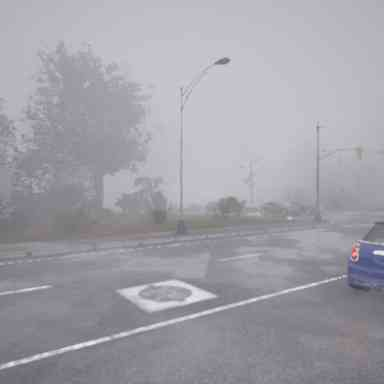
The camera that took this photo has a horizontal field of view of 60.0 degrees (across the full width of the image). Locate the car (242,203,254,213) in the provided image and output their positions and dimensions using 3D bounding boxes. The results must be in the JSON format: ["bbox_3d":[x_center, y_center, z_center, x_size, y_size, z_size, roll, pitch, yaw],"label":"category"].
[{"bbox_3d":[6.525,2.069,43.984,2.033,1.411,5.357,0,-3,-32],"label":"car"}]

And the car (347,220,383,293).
[{"bbox_3d":[5.629,1.354,7.642,4.553,1.767,2.097,0,0,-35],"label":"car"}]

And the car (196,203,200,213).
[{"bbox_3d":[0.985,2.540,52.821,2.128,1.511,4.902,0,-3,-32],"label":"car"}]

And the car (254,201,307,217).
[{"bbox_3d":[8.867,1.673,33.724,1.837,1.490,4.892,0,-1,-29],"label":"car"}]

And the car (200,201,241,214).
[{"bbox_3d":[3.538,1.873,42.160,2.097,1.767,4.553,0,-3,-32],"label":"car"}]

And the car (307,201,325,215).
[{"bbox_3d":[11.762,1.664,35.628,2.128,1.511,4.902,0,-1,-33],"label":"car"}]

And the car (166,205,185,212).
[{"bbox_3d":[-3.667,3.588,73.544,1.837,1.490,4.892,0,-3,-32],"label":"car"}]

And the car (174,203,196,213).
[{"bbox_3d":[-1.812,2.555,50.696,1.812,1.442,4.674,0,-3,-32],"label":"car"}]
